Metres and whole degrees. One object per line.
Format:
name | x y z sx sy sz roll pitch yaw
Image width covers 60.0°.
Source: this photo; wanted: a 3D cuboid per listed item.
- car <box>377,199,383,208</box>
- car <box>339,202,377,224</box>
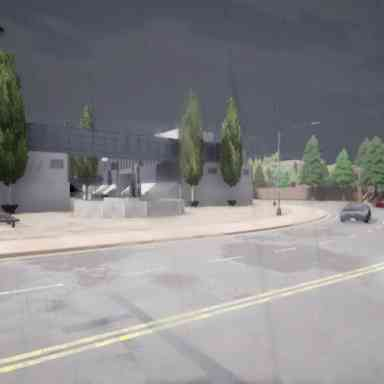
car | 25.264 1.564 43.076 1.895 1.301 4.718 0 0 4
car | 12.518 1.527 25.219 2.033 1.411 5.357 0 0 32
